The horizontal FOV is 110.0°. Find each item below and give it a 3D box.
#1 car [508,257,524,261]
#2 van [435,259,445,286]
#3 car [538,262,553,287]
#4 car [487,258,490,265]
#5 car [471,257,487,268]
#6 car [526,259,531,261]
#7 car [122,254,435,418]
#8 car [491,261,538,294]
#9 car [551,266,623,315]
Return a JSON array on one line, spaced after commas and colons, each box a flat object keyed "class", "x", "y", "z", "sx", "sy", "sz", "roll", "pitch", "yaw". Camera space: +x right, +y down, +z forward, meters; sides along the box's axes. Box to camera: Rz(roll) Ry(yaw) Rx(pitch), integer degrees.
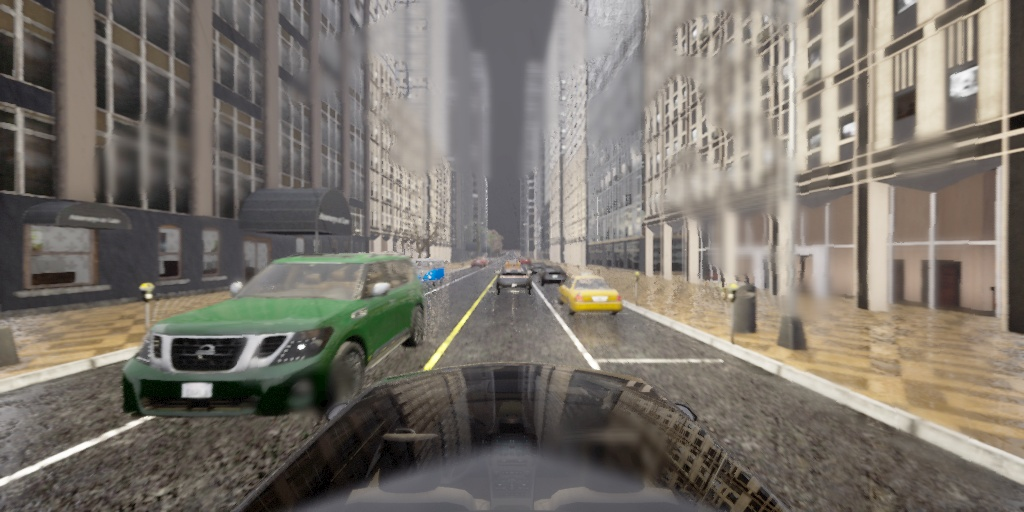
[{"class": "car", "x": 0.109, "y": 1.210, "z": 43.141, "sx": 1.882, "sy": 1.535, "sz": 5.008, "roll": 0, "pitch": 0, "yaw": 0}, {"class": "van", "x": -5.686, "y": 1.087, "z": 24.531, "sx": 1.690, "sy": 1.789, "sz": 3.998, "roll": 0, "pitch": 0, "yaw": 0}, {"class": "car", "x": 2.695, "y": 1.311, "z": 24.526, "sx": 1.948, "sy": 1.339, "sz": 4.313, "roll": 0, "pitch": 0, "yaw": 0}, {"class": "car", "x": -5.678, "y": 1.023, "z": 64.420, "sx": 2.192, "sy": 1.841, "sz": 5.009, "roll": 0, "pitch": 0, "yaw": 0}, {"class": "car", "x": -5.679, "y": 1.262, "z": 58.721, "sx": 1.888, "sy": 1.381, "sz": 4.507, "roll": 0, "pitch": 0, "yaw": 0}, {"class": "car", "x": 2.697, "y": 1.304, "z": 35.922, "sx": 1.948, "sy": 1.339, "sz": 4.313, "roll": 0, "pitch": 0, "yaw": 0}, {"class": "car", "x": -3.098, "y": 0.972, "z": 6.289, "sx": 2.150, "sy": 2.045, "sz": 5.566, "roll": 0, "pitch": 0, "yaw": 0}, {"class": "car", "x": 0.106, "y": 1.239, "z": 20.066, "sx": 2.128, "sy": 1.511, "sz": 4.902, "roll": 0, "pitch": 0, "yaw": 0}, {"class": "car", "x": 2.693, "y": 1.275, "z": 13.299, "sx": 1.751, "sy": 1.417, "sz": 4.829, "roll": 0, "pitch": 0, "yaw": 0}]
